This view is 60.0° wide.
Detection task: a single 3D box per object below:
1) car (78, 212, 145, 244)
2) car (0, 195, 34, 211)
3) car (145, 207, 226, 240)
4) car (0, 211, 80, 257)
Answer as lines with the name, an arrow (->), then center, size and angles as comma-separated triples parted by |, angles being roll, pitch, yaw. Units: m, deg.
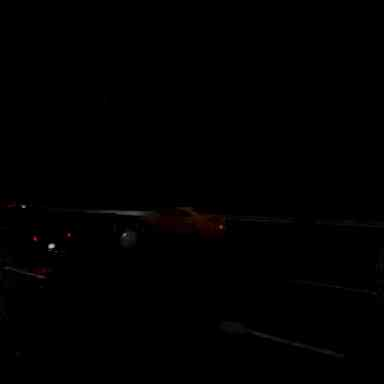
car -> -4.744, 1.631, 15.950 | 4.718, 1.301, 1.895 | 0, 0, 36
car -> -15.525, 1.287, 27.941 | 5.566, 2.045, 2.150 | 0, 0, 36
car -> -0.629, 1.502, 17.298 | 5.008, 1.535, 1.882 | 0, 0, 36
car -> -6.790, 1.631, 13.110 | 4.718, 1.301, 1.895 | 0, 0, 36
